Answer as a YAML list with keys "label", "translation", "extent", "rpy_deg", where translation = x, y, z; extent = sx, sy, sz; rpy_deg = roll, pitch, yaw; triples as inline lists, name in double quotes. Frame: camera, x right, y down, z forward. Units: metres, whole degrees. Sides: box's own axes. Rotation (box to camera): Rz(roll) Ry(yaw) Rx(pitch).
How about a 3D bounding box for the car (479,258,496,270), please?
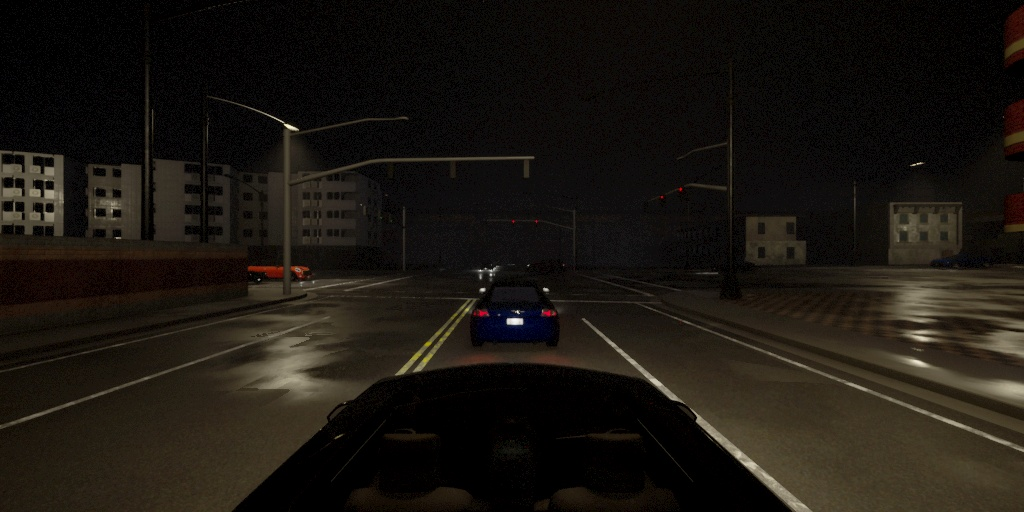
- label: "car"
  translation: [-3.746, 1.249, 53.710]
  extent: [1.837, 1.490, 4.892]
  rpy_deg: [0, 0, 0]

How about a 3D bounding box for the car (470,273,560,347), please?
- label: "car"
  translation: [0.063, 1.313, 9.357]
  extent: [1.994, 1.385, 4.181]
  rpy_deg: [0, 0, 0]

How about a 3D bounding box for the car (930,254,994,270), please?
- label: "car"
  translation: [46.995, 0.599, 37.517]
  extent: [5.008, 1.535, 1.882]
  rpy_deg: [-1, 0, 1]

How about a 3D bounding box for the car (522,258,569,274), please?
- label: "car"
  translation: [3.901, 1.052, 39.675]
  extent: [4.553, 1.767, 2.097]
  rpy_deg: [0, 0, 20]

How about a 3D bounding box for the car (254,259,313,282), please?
- label: "car"
  translation: [-18.463, 1.099, 28.582]
  extent: [4.553, 1.767, 2.097]
  rpy_deg: [0, 0, 0]

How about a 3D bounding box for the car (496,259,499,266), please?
- label: "car"
  translation: [-3.753, 1.269, 63.079]
  extent: [1.812, 1.442, 4.674]
  rpy_deg: [0, 0, 0]

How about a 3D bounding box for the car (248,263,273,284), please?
- label: "car"
  translation: [-19.921, 1.348, 25.132]
  extent: [4.718, 1.301, 1.895]
  rpy_deg: [0, 0, 1]

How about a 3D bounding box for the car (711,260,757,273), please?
- label: "car"
  translation: [23.477, 1.095, 37.960]
  extent: [4.181, 1.385, 1.994]
  rpy_deg: [-1, 0, 1]

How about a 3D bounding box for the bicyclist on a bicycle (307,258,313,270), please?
- label: "bicyclist on a bicycle"
  translation: [-25.562, 1.046, 45.223]
  extent: [0.582, 1.620, 1.656]
  rpy_deg: [0, 0, 0]
